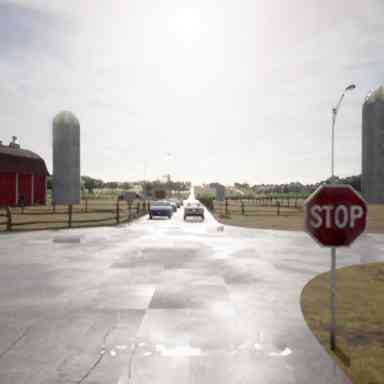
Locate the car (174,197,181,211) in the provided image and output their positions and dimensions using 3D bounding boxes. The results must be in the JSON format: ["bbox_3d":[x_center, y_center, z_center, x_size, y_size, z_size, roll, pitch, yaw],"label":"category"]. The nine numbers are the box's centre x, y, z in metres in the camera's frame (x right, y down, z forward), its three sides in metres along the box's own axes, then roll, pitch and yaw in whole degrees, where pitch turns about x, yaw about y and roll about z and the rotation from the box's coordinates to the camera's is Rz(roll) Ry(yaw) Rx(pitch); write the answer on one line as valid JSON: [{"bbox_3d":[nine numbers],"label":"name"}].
[{"bbox_3d":[-2.749,1.610,40.277,2.128,1.511,4.902,0,0,0],"label":"car"}]

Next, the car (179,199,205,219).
[{"bbox_3d":[0.172,1.623,30.113,2.033,1.411,5.357,0,0,0],"label":"car"}]

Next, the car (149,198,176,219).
[{"bbox_3d":[-2.778,1.556,30.634,1.882,1.535,5.008,0,0,0],"label":"car"}]

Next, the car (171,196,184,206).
[{"bbox_3d":[-2.630,1.639,60.140,2.097,1.767,4.553,0,-1,1],"label":"car"}]
